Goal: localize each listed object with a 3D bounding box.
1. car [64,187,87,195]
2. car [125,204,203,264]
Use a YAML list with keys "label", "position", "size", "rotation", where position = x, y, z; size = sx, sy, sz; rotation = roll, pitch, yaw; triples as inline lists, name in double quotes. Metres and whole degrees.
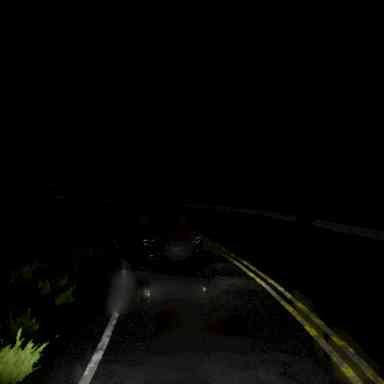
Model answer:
- label: "car"
  position: [-21.243, -0.145, 60.925]
  size: [1.837, 1.490, 4.892]
  rotation: [2, 5, 19]
- label: "car"
  position: [-1.144, 1.227, 11.297]
  size: [1.882, 1.535, 5.008]
  rotation: [-2, 2, -17]
